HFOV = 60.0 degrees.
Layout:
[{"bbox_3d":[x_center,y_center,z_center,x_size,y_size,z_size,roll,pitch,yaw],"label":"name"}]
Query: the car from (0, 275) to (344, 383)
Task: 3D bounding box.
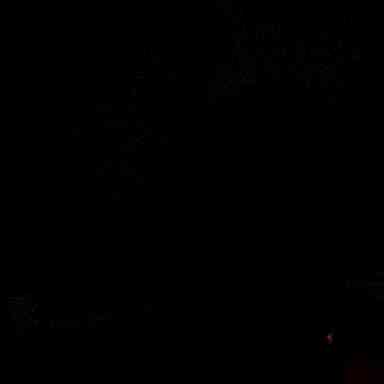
[{"bbox_3d":[-0.936,1.543,2.713,5.357,1.411,2.033,0,0,-36],"label":"car"}]
